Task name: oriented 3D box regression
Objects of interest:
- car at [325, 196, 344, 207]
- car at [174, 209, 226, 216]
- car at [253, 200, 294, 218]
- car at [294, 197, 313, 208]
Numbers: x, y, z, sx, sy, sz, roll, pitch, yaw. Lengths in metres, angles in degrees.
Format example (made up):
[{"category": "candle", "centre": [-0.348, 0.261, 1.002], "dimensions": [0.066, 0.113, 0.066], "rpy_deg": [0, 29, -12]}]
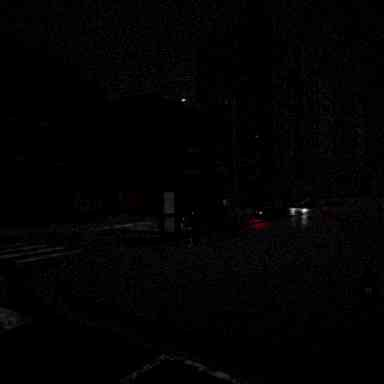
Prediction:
[{"category": "car", "centre": [20.963, 1.381, 48.889], "dimensions": [2.128, 1.511, 4.902], "rpy_deg": [-1, 0, 36]}, {"category": "car", "centre": [0.661, 1.569, 25.368], "dimensions": [1.895, 1.301, 4.718], "rpy_deg": [-1, 0, 35]}, {"category": "car", "centre": [7.039, 1.439, 29.233], "dimensions": [1.837, 1.490, 4.892], "rpy_deg": [-1, 0, 35]}, {"category": "car", "centre": [15.211, 1.446, 45.737], "dimensions": [1.812, 1.442, 4.674], "rpy_deg": [-1, 0, 36]}]
